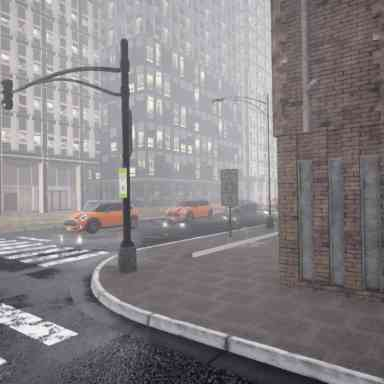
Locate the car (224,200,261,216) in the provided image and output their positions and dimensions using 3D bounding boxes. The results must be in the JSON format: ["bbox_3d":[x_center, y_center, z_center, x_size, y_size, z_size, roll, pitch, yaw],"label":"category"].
[{"bbox_3d":[5.131,1.590,34.359,2.128,1.511,4.902,-1,-1,36],"label":"car"}]

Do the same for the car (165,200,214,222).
[{"bbox_3d":[-0.149,1.433,27.066,2.097,1.767,4.553,-1,-1,36],"label":"car"}]

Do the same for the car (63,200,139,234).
[{"bbox_3d":[-5.358,1.416,19.912,2.097,1.767,4.553,-1,-1,37],"label":"car"}]

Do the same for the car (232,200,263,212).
[{"bbox_3d":[6.993,1.689,41.367,1.752,1.417,4.829,-2,-1,36],"label":"car"}]

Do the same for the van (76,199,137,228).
[{"bbox_3d":[-5.917,1.460,23.512,1.690,1.788,3.998,-2,-1,36],"label":"van"}]

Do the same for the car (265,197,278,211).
[{"bbox_3d":[11.075,1.471,42.538,2.097,1.767,4.553,-1,-1,36],"label":"car"}]
